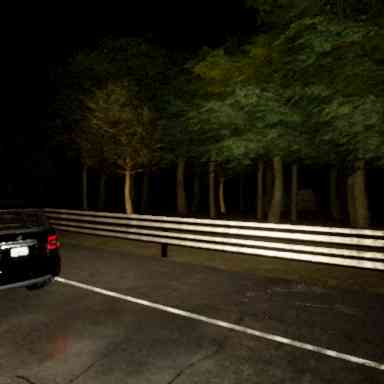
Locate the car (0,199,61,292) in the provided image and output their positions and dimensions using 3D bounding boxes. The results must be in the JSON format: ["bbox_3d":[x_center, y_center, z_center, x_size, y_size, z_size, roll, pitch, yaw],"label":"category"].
[{"bbox_3d":[-5.353,1.170,7.695,5.566,2.045,2.150,1,0,36],"label":"car"}]
